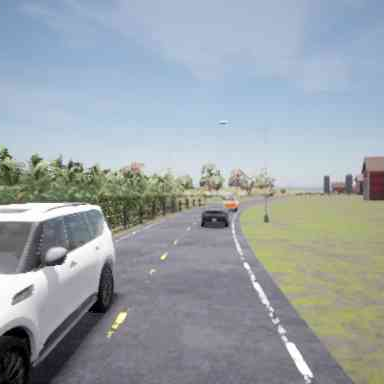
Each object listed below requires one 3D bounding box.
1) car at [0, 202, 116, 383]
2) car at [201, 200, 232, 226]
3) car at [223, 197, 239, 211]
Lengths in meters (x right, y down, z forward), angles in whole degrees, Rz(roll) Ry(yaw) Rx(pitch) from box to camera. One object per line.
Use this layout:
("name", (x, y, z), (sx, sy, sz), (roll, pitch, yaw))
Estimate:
("car", (-2.703, 1.223, 4.817), (2.150, 2.045, 5.566), (0, 0, 2))
("car", (1.738, 1.550, 23.962), (1.837, 1.490, 4.892), (0, 0, 7))
("car", (4.706, 1.405, 41.323), (2.097, 1.767, 4.553), (0, 0, 12))
